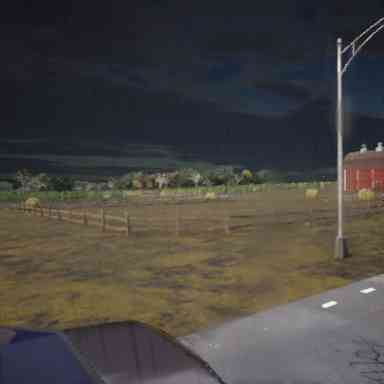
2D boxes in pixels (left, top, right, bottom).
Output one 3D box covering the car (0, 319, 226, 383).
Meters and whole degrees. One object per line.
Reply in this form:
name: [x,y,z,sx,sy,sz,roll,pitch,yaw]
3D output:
car: [-2.176,1.552,1.396,5.357,1.411,2.033,0,0,-36]
